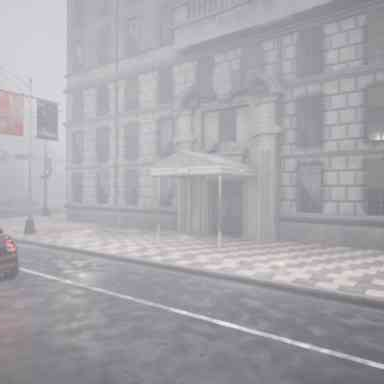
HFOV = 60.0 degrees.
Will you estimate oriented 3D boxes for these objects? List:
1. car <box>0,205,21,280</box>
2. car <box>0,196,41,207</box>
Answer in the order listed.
[{"bbox_3d":[-6.444,1.287,8.488,4.553,1.767,2.097,0,0,35],"label":"car"},{"bbox_3d":[-21.838,1.288,42.985,1.994,1.385,4.181,0,0,35],"label":"car"}]
